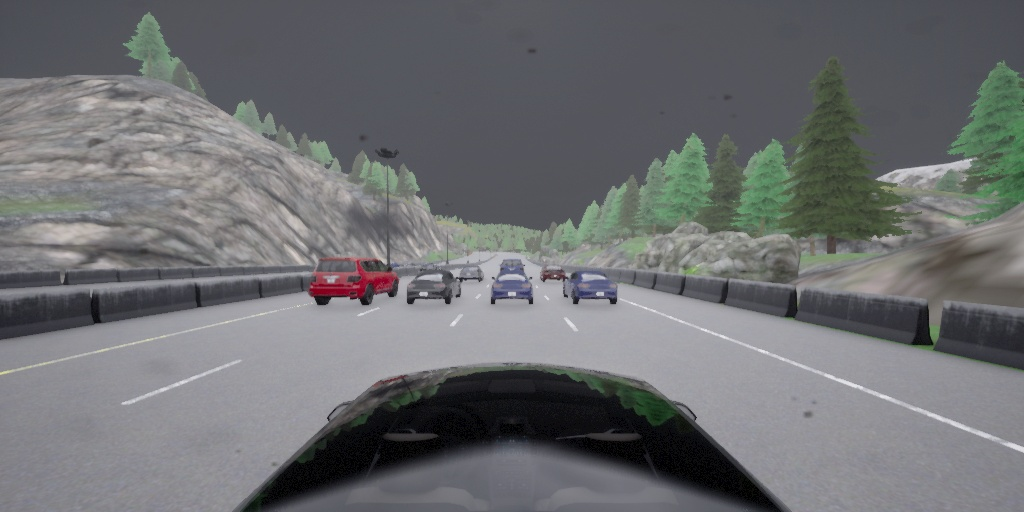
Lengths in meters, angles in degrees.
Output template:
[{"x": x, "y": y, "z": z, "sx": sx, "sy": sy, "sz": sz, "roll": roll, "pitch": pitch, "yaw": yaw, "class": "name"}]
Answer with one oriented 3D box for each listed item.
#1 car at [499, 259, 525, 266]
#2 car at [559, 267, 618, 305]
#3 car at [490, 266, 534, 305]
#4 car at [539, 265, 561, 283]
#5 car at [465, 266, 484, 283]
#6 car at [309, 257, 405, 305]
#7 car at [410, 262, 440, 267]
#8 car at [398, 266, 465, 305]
[{"x": 0.000, "y": 1.262, "z": 31.573, "sx": 2.150, "sy": 2.045, "sz": 5.566, "roll": 0, "pitch": -1, "yaw": 0, "class": "car"}, {"x": 3.500, "y": 1.365, "z": 16.525, "sx": 1.812, "sy": 1.442, "sz": 4.674, "roll": 0, "pitch": -1, "yaw": 0, "class": "car"}, {"x": 0.000, "y": 1.365, "z": 16.525, "sx": 1.812, "sy": 1.442, "sz": 4.674, "roll": 0, "pitch": -1, "yaw": 0, "class": "car"}, {"x": 3.500, "y": 1.489, "z": 31.544, "sx": 1.882, "sy": 1.535, "sz": 5.008, "roll": 0, "pitch": -1, "yaw": 0, "class": "car"}, {"x": -3.500, "y": 1.567, "z": 31.543, "sx": 2.033, "sy": 1.411, "sz": 5.357, "roll": 0, "pitch": -1, "yaw": 0, "class": "car"}, {"x": -7.000, "y": 1.089, "z": 16.554, "sx": 2.150, "sy": 2.045, "sz": 5.566, "roll": 0, "pitch": -1, "yaw": 0, "class": "car"}, {"x": -7.000, "y": 1.498, "z": 31.543, "sx": 2.128, "sy": 1.511, "sz": 4.902, "roll": 0, "pitch": -1, "yaw": 0, "class": "car"}, {"x": -3.500, "y": 1.365, "z": 16.525, "sx": 1.812, "sy": 1.442, "sz": 4.674, "roll": 0, "pitch": -1, "yaw": 0, "class": "car"}]
